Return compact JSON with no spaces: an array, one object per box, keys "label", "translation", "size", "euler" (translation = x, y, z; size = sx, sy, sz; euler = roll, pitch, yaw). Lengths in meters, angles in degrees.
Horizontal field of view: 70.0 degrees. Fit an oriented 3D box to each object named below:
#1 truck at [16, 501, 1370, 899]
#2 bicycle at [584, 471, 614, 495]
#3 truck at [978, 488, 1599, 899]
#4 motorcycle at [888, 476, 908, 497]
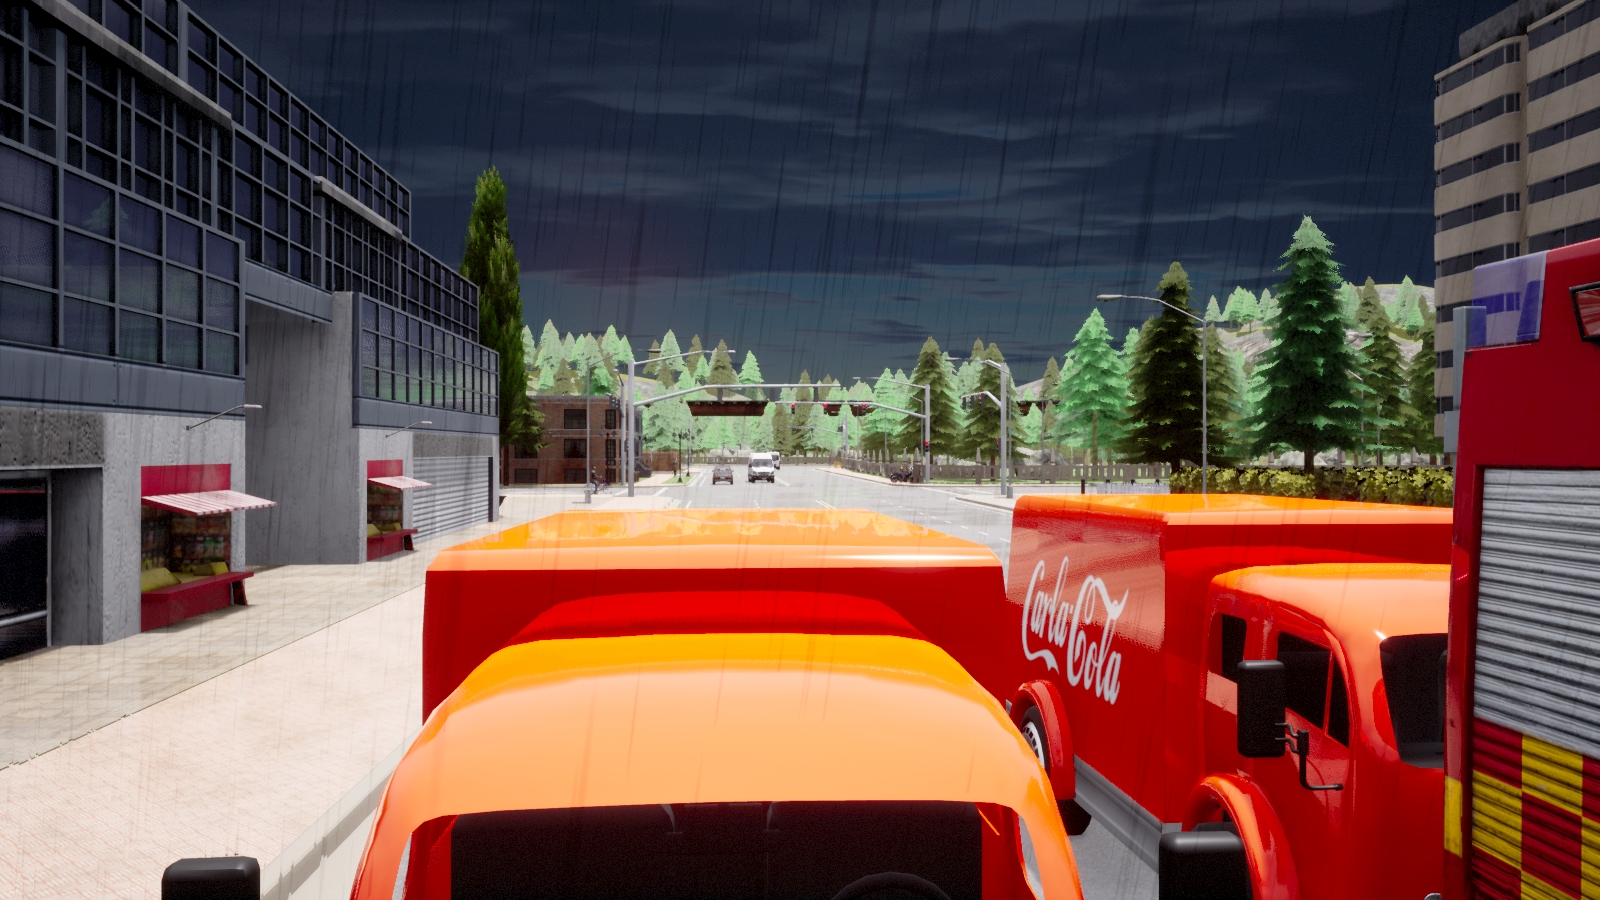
[{"label":"truck","translation":[-0.347,1.568,4.821],"size":[2.627,2.467,5.204],"euler":[0,0,-4]},{"label":"bicycle","translation":[-12.531,2.060,71.198],"size":[1.835,1.471,0.329],"euler":[0,0,-11]},{"label":"truck","translation":[3.003,1.568,7.234],"size":[2.627,2.467,5.204],"euler":[0,0,-4]},{"label":"motorcycle","translation":[5.944,2.205,69.519],"size":[0.867,1.251,2.209],"euler":[0,0,-4]}]
